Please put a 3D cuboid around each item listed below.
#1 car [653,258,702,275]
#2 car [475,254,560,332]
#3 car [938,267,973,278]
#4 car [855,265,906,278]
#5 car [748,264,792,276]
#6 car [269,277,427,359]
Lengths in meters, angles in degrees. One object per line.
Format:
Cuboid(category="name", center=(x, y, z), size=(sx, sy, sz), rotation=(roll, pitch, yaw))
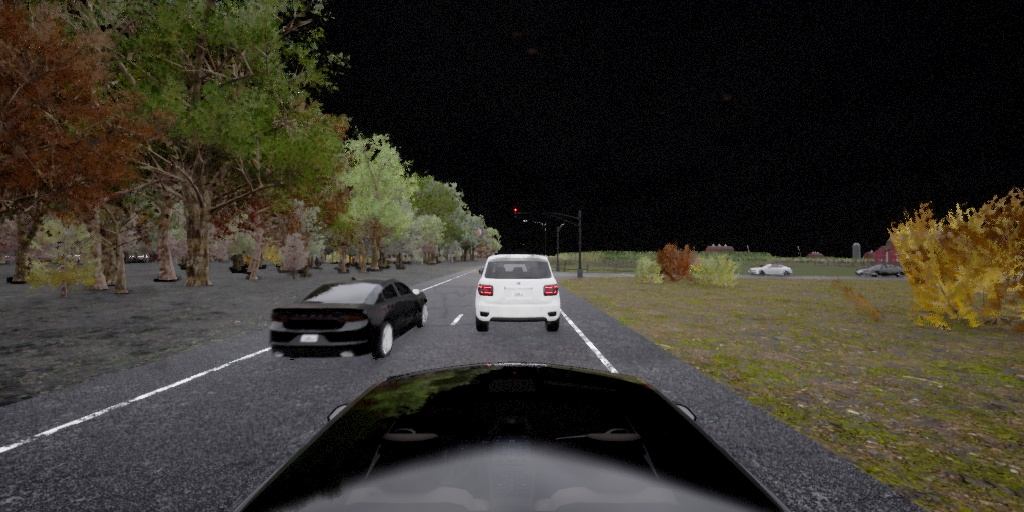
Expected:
Cuboid(category="car", center=(19.646, 1.244, 42.882), size=(5.566, 2.045, 2.150), rotation=(1, -1, 1))
Cuboid(category="car", center=(0.128, 0.974, 11.050), size=(2.150, 2.045, 5.566), rotation=(0, 0, -1))
Cuboid(category="car", center=(49.014, 1.848, 39.081), size=(4.181, 1.385, 1.994), rotation=(1, -1, 0))
Cuboid(category="car", center=(43.790, 1.778, 42.693), size=(4.902, 1.511, 2.128), rotation=(1, -1, 1))
Cuboid(category="car", center=(30.764, 1.670, 42.809), size=(4.674, 1.442, 1.812), rotation=(1, -1, 0))
Cuboid(category="car", center=(-3.384, 1.229, 8.469), size=(1.882, 1.535, 5.008), rotation=(0, 0, 0))
